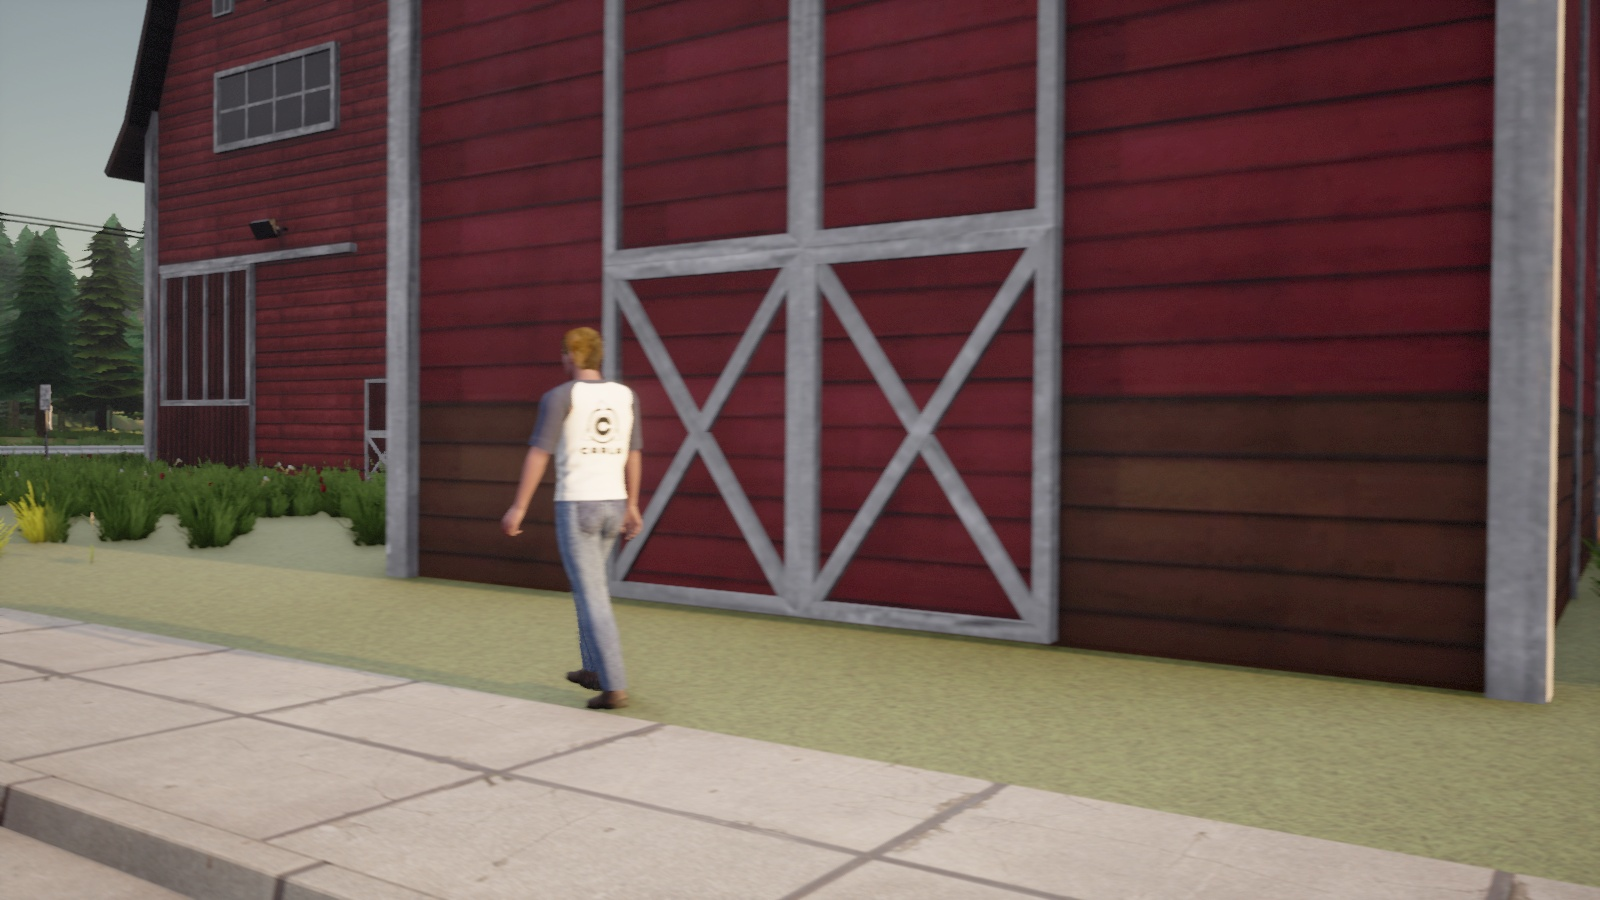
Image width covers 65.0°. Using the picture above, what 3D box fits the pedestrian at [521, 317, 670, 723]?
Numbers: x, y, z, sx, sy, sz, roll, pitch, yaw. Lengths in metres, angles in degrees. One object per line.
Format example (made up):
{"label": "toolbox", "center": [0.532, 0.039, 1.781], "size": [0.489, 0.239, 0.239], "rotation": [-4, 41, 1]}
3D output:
{"label": "pedestrian", "center": [-0.992, 0.313, 6.044], "size": [0.354, 1.836, 0.706], "rotation": [-1, 1, -43]}
